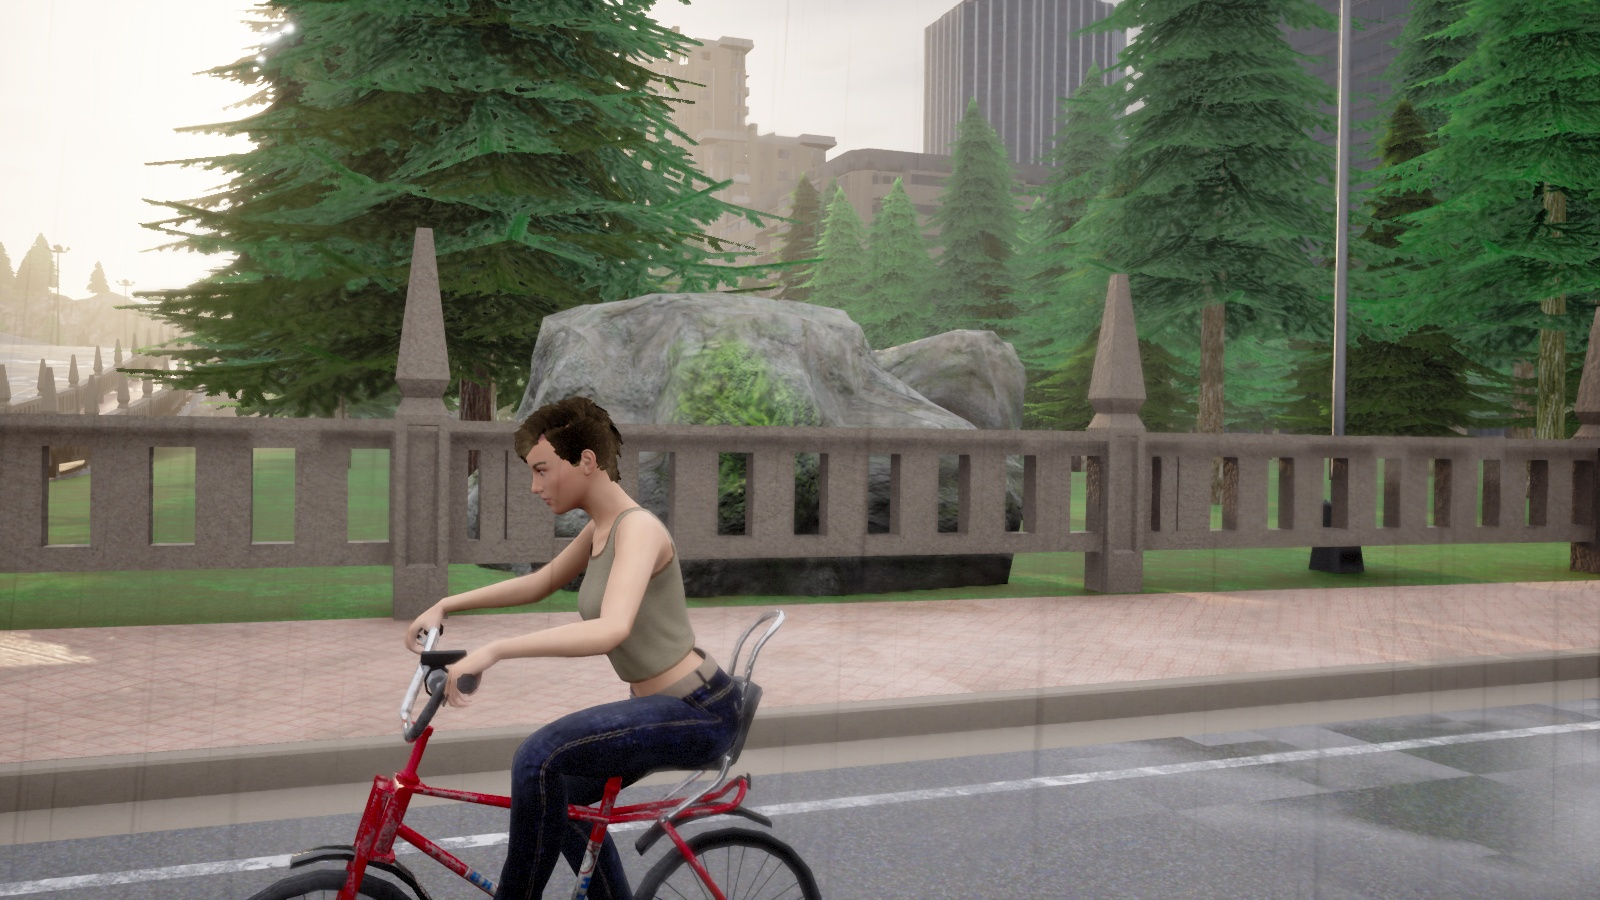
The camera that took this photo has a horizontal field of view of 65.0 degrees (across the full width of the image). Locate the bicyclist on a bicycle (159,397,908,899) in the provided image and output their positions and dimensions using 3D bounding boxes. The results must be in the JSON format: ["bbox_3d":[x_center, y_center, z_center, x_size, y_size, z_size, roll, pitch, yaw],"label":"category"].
[{"bbox_3d":[-0.616,0.692,2.999,1.509,1.612,0.866,-1,1,-20],"label":"bicyclist on a bicycle"}]
